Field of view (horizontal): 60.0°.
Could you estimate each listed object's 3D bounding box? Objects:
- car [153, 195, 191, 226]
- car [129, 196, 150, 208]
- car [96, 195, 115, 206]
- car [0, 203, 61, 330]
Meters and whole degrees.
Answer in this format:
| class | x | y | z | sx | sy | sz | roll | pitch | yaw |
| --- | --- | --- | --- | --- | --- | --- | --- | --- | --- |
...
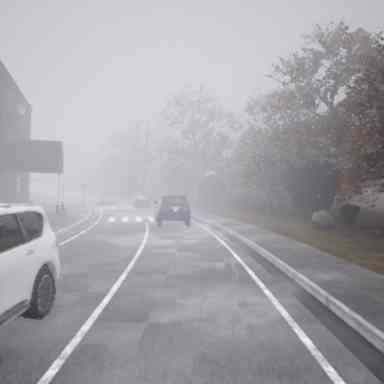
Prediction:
| class | x | y | z | sx | sy | sz | roll | pitch | yaw |
| --- | --- | --- | --- | --- | --- | --- | --- | --- | --- |
| car | -1.447 | 1.193 | 23.325 | 2.150 | 2.045 | 5.566 | 1 | 1 | -9 |
| car | -6.722 | 1.199 | 42.487 | 1.882 | 1.535 | 5.008 | 1 | 1 | -21 |
| car | -11.829 | 1.087 | 45.363 | 2.033 | 1.411 | 5.357 | 1 | 1 | -24 |
| car | -3.658 | 1.228 | 4.429 | 2.150 | 2.045 | 5.566 | 0 | 0 | -1 |
